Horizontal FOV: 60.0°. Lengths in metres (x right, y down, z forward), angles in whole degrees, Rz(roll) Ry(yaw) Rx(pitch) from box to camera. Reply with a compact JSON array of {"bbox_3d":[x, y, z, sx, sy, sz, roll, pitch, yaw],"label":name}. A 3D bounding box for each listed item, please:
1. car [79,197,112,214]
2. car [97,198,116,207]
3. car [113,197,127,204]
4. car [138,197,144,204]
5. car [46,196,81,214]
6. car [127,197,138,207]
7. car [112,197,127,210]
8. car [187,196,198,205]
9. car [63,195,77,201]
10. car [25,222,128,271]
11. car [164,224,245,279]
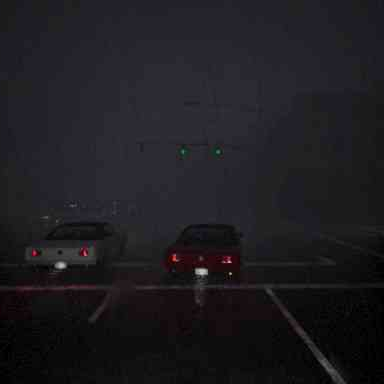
[{"bbox_3d":[-10.602,1.587,36.789,1.812,1.442,4.674,0,0,0],"label":"car"},{"bbox_3d":[-14.060,1.655,54.947,1.994,1.385,4.181,0,0,0],"label":"car"},{"bbox_3d":[-14.011,1.633,64.869,1.812,1.442,4.674,0,0,0],"label":"car"},{"bbox_3d":[-10.511,1.655,64.837,2.033,1.411,5.357,0,0,0],"label":"car"},{"bbox_3d":[-14.105,1.551,36.012,2.128,1.511,4.902,0,0,0],"label":"car"},{"bbox_3d":[-10.557,1.654,54.444,1.994,1.385,4.181,0,0,1],"label":"car"},{"bbox_3d":[-10.599,1.426,44.514,2.097,1.767,4.553,0,0,0],"label":"car"},{"bbox_3d":[0.088,1.579,61.570,1.882,1.535,5.008,0,0,0],"label":"car"},{"bbox_3d":[-31.695,1.596,86.450,2.038,1.542,4.974,0,0,-36],"label":"car"},{"bbox_3d":[-3.405,1.619,10.879,1.895,1.301,4.718,0,0,0],"label":"car"},{"bbox_3d":[0.615,1.619,10.136,1.895,1.301,4.718,0,0,10],"label":"car"}]
